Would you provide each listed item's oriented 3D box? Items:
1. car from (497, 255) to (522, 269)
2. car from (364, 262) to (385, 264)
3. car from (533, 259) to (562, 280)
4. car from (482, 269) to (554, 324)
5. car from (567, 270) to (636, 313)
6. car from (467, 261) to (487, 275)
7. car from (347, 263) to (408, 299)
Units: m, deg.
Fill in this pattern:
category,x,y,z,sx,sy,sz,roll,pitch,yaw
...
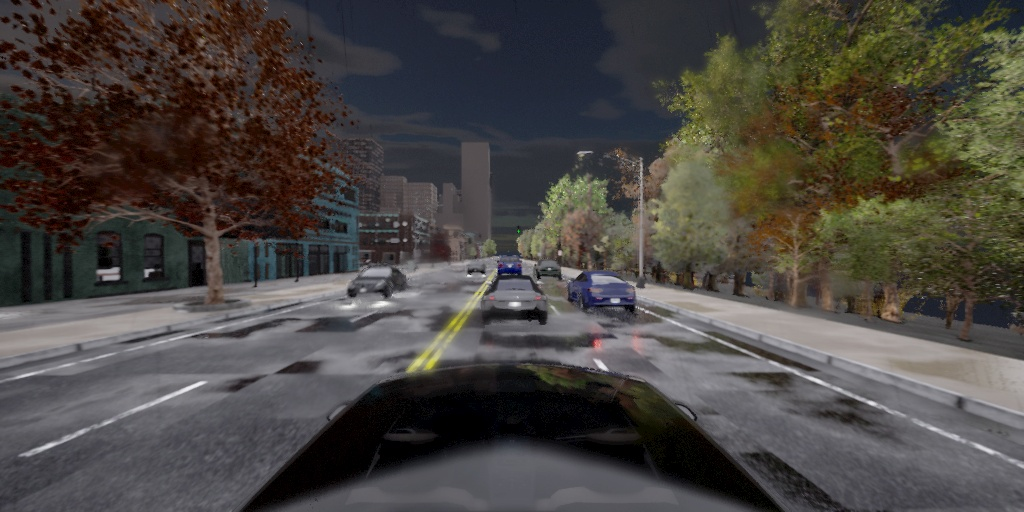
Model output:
category,x,y,z,sx,sy,sz,roll,pitch,yaw
car,-0.229,0.967,33.053,2.150,2.045,5.566,0,0,-1
car,-20.672,1.564,57.262,4.313,1.339,1.948,0,0,-1
car,3.042,1.097,31.579,2.097,1.767,4.553,0,0,-1
car,0.068,1.312,11.978,1.994,1.385,4.181,0,0,0
car,3.314,1.273,13.869,1.812,1.442,4.674,0,0,0
car,-3.752,1.253,38.720,1.837,1.490,4.892,0,-1,-1
car,-6.696,1.274,18.369,1.812,1.442,4.674,0,0,-1
